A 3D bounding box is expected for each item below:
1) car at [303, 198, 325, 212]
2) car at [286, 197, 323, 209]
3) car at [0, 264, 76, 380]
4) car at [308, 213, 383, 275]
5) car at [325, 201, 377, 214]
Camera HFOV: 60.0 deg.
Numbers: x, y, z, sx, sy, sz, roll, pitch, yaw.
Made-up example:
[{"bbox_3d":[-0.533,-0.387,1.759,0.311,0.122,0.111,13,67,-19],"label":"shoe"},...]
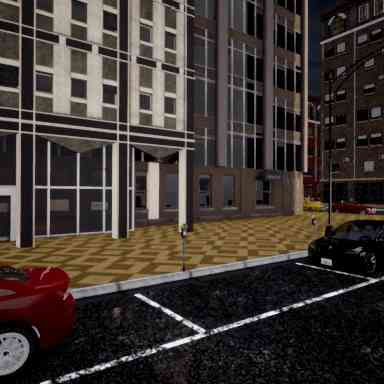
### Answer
[{"bbox_3d":[12.341,1.468,36.647,1.752,1.417,4.829,0,0,-36],"label":"car"},{"bbox_3d":[15.634,1.500,46.415,1.752,1.417,4.829,0,0,-36],"label":"car"},{"bbox_3d":[-3.740,1.545,3.885,4.507,1.381,1.887,0,0,-36],"label":"car"},{"bbox_3d":[5.509,1.567,10.510,4.313,1.339,1.947,0,0,-36],"label":"car"},{"bbox_3d":[15.550,1.535,32.189,1.802,1.307,4.206,0,0,-36],"label":"car"}]
